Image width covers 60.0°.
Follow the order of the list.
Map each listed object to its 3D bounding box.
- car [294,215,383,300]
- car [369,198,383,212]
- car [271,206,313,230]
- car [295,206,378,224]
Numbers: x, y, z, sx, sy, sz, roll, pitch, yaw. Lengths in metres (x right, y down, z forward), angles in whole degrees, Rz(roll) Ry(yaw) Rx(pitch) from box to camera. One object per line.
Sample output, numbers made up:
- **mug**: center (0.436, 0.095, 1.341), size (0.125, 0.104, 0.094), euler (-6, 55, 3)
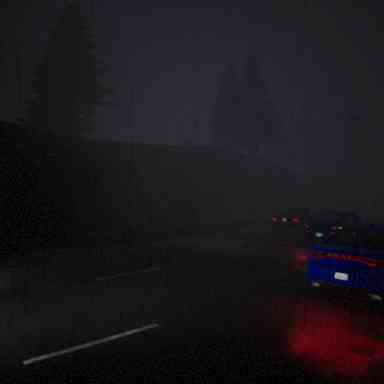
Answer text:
- **car**: center (4.712, 1.492, 8.162), size (5.008, 1.535, 1.882), euler (0, 0, -43)
- **car**: center (21.358, 1.411, 37.072), size (2.097, 1.767, 4.553), euler (0, 0, 41)
- **car**: center (6.824, 1.592, 20.456), size (2.033, 1.411, 5.357), euler (0, 0, 41)
- **car**: center (6.736, 1.556, 15.238), size (1.812, 1.442, 4.674), euler (0, 0, 43)
